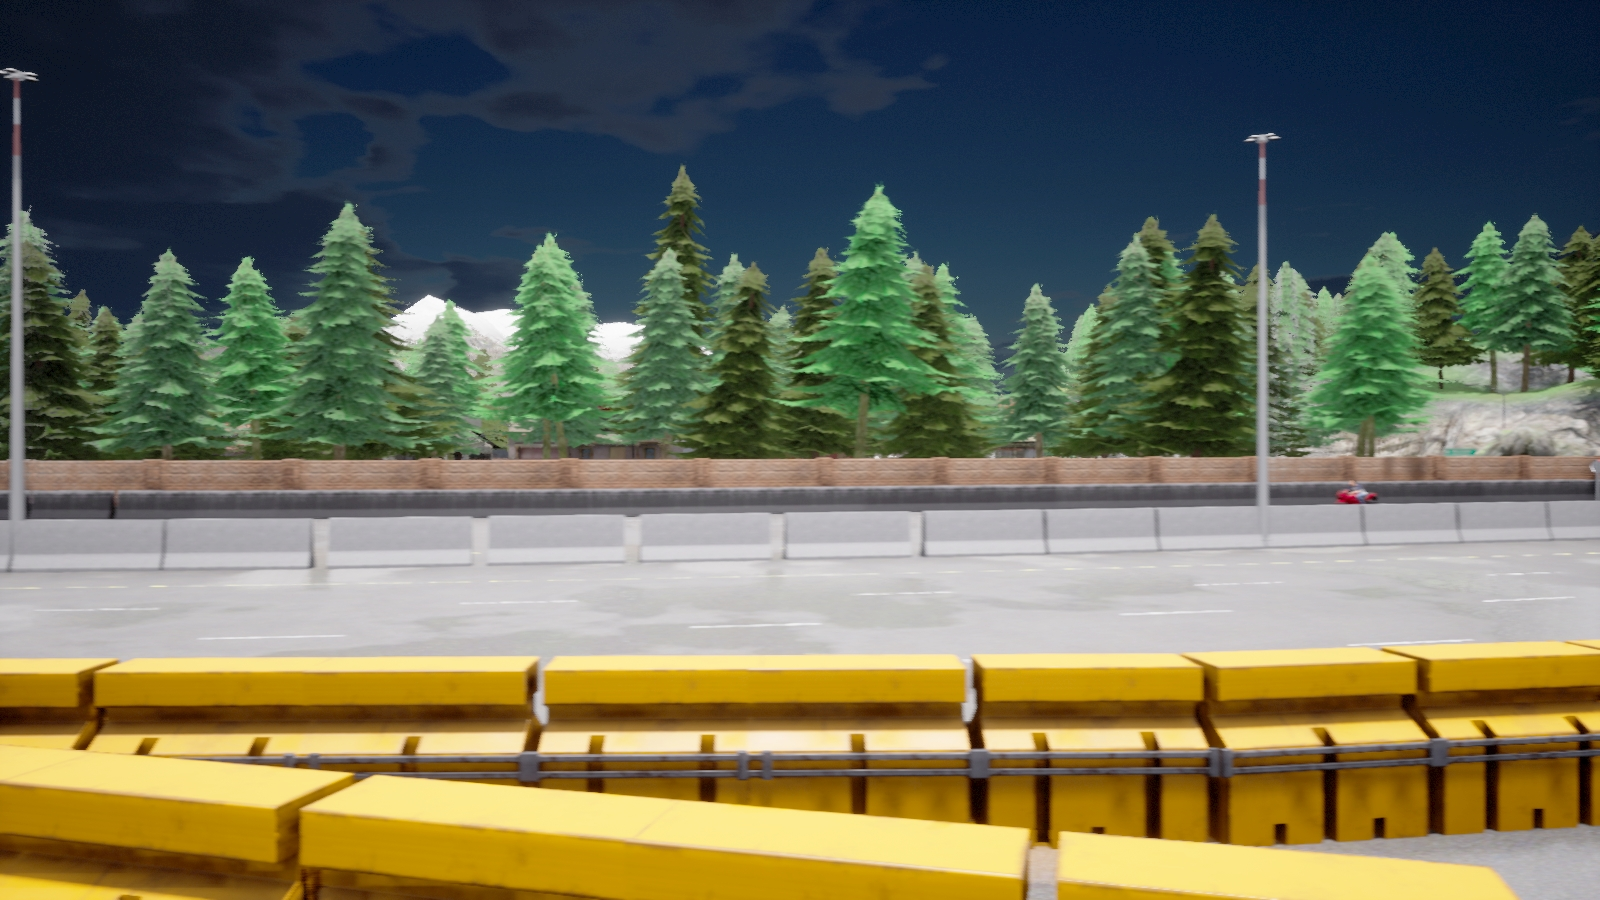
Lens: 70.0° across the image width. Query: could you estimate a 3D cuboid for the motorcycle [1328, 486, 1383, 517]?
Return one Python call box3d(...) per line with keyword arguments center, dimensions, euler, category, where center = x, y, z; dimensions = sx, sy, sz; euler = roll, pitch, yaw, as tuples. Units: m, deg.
box3d(center=(23.019, 2.128, 47.360), dimensions=(2.033, 1.217, 0.803), euler=(-1, 0, -15), category="motorcycle")
